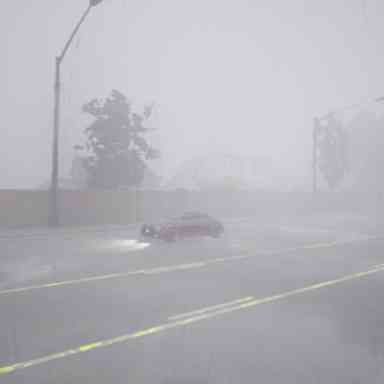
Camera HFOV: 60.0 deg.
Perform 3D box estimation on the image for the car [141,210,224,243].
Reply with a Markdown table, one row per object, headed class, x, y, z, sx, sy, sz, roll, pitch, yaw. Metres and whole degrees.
| class | x | y | z | sx | sy | sz | roll | pitch | yaw |
| --- | --- | --- | --- | --- | --- | --- | --- | --- | --- |
| car | -0.416 | 1.613 | 16.468 | 4.181 | 1.385 | 1.994 | 0 | 0 | -35 |
